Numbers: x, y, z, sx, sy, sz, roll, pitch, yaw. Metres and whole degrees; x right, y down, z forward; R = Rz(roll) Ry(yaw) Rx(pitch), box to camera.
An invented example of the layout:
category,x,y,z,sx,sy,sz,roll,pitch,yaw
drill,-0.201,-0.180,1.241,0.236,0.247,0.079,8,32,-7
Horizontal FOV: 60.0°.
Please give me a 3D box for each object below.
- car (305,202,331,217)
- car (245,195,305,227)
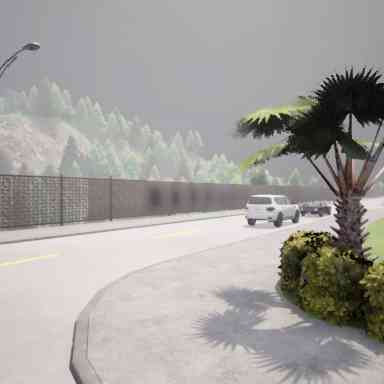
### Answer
category,x,y,z,sx,sy,sz,roll,pitch,yaw
car,11.779,1.602,31.592,1.895,1.301,4.718,0,0,35
car,5.660,1.222,23.040,2.150,2.045,5.566,0,0,36
